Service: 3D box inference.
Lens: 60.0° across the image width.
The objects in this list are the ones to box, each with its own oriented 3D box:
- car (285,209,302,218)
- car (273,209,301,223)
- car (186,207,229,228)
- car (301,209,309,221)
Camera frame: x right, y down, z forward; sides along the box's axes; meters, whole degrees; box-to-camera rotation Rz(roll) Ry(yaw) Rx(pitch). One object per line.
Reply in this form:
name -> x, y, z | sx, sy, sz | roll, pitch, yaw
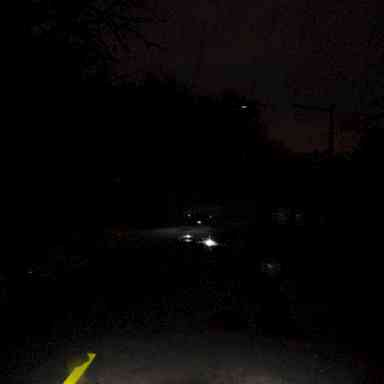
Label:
car -> 17.475, 3.745, 57.078 | 1.994, 1.385, 4.181 | 2, -3, 28
car -> 10.073, 2.558, 35.743 | 1.994, 1.385, 4.181 | 2, -2, 26
car -> 1.186, 1.724, 23.503 | 1.895, 1.301, 4.718 | 2, -2, 19
car -> 14.820, 3.091, 45.210 | 1.837, 1.490, 4.892 | 2, -3, 28
